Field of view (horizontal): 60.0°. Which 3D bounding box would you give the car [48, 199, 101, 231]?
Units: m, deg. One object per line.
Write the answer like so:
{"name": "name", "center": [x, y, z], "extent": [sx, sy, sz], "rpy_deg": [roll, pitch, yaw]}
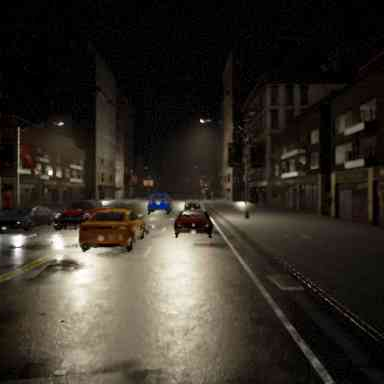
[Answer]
{"name": "car", "center": [-6.632, 1.327, 20.296], "extent": [2.097, 1.767, 4.553], "rpy_deg": [0, 0, 0]}

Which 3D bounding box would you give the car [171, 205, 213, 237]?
{"name": "car", "center": [0.066, 1.577, 17.725], "extent": [1.895, 1.301, 4.718], "rpy_deg": [0, 0, 0]}

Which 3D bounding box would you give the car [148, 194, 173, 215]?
{"name": "car", "center": [-3.218, 1.177, 34.031], "extent": [2.150, 2.045, 5.566], "rpy_deg": [0, 0, -1]}

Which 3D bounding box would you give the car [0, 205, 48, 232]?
{"name": "car", "center": [-9.881, 1.524, 20.168], "extent": [2.033, 1.411, 5.357], "rpy_deg": [0, 0, 0]}

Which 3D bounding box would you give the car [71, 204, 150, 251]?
{"name": "car", "center": [-3.172, 1.460, 14.033], "extent": [1.882, 1.535, 5.008], "rpy_deg": [0, 0, 0]}

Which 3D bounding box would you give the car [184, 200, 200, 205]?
{"name": "car", "center": [0.034, 1.547, 39.714], "extent": [1.895, 1.301, 4.718], "rpy_deg": [0, 0, 0]}
